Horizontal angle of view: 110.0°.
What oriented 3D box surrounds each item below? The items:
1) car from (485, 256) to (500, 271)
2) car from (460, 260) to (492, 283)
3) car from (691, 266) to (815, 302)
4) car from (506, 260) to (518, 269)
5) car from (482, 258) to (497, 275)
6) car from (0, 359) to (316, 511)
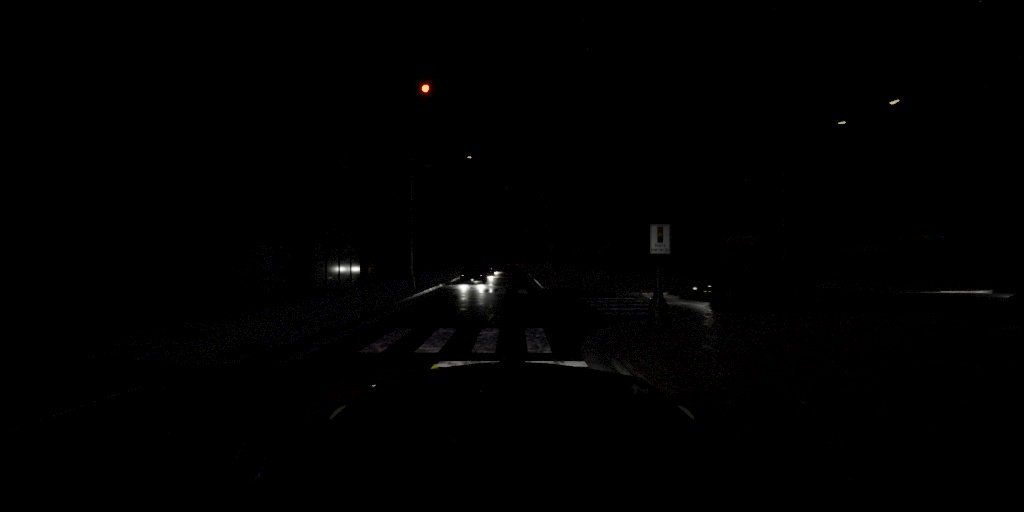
[{"bbox_3d":[-2.873,0.993,48.973,2.150,2.045,5.566,0,0,0],"label":"car"},{"bbox_3d":[-2.883,1.301,28.043,2.033,1.411,5.357,0,0,-1],"label":"car"},{"bbox_3d":[10.570,1.184,15.938,4.892,1.490,1.837,0,0,0],"label":"car"},{"bbox_3d":[0.062,1.326,55.243,2.033,1.411,5.357,0,0,0],"label":"car"},{"bbox_3d":[-2.875,1.265,38.451,1.837,1.490,4.892,0,0,0],"label":"car"},{"bbox_3d":[-2.961,1.351,1.556,1.895,1.301,4.718,0,0,-1],"label":"car"}]
